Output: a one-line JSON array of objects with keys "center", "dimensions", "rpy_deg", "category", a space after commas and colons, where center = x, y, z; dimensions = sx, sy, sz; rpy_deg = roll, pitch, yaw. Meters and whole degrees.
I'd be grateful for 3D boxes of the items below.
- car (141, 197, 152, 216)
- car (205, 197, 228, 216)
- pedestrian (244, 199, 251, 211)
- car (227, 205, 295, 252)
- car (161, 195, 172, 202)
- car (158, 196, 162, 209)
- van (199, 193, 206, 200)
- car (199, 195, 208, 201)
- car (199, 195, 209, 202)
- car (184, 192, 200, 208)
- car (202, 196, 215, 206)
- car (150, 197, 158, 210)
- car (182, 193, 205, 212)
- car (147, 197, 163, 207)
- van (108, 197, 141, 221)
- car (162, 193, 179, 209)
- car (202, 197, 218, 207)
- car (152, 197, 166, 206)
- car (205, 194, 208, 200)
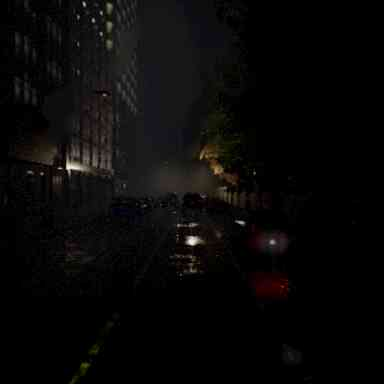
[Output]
[{"center": [-5.322, 1.471, 31.435], "dimensions": [2.008, 1.369, 4.403], "rpy_deg": [0, 0, 0], "category": "car"}, {"center": [2.558, 1.465, 31.432], "dimensions": [1.887, 1.381, 4.507], "rpy_deg": [0, 0, 0], "category": "car"}, {"center": [2.746, 1.253, 16.620], "dimensions": [0.375, 1.860, 0.375], "rpy_deg": [0, 0, 0], "category": "pedestrian"}, {"center": [2.747, 1.472, 13.673], "dimensions": [1.837, 1.490, 4.892], "rpy_deg": [0, 0, 0], "category": "car"}, {"center": [-5.332, 1.353, 70.249], "dimensions": [1.887, 1.381, 4.507], "rpy_deg": [0, 0, 0], "category": "car"}, {"center": [-5.325, 1.330, 42.524], "dimensions": [1.967, 1.590, 4.097], "rpy_deg": [0, 0, 0], "category": "car"}, {"center": [2.546, 1.115, 81.338], "dimensions": [1.690, 1.788, 3.998], "rpy_deg": [0, 0, 0], "category": "van"}, {"center": [2.547, 1.336, 75.794], "dimensions": [1.887, 1.381, 4.507], "rpy_deg": [0, 0, 0], "category": "car"}, {"center": [2.549, 1.359, 70.248], "dimensions": [2.008, 1.369, 4.403], "rpy_deg": [0, 0, 0], "category": "car"}, {"center": [-0.011, 1.097, 47.863], "dimensions": [2.150, 2.045, 5.566], "rpy_deg": [0, 0, 0], "category": "car"}, {"center": [2.553, 1.403, 53.612], "dimensions": [1.887, 1.381, 4.507], "rpy_deg": [0, 0, 0], "category": "car"}, {"center": [-5.323, 1.345, 36.979], "dimensions": [1.967, 1.590, 4.097], "rpy_deg": [0, 0, 0], "category": "car"}, {"center": [0.056, 1.128, 36.777], "dimensions": [2.150, 2.045, 5.566], "rpy_deg": [0, 0, 0], "category": "car"}, {"center": [-5.326, 1.400, 47.899], "dimensions": [1.752, 1.417, 4.829], "rpy_deg": [0, 0, 0], "category": "car"}, {"center": [-5.320, 1.276, 25.889], "dimensions": [1.690, 1.788, 3.998], "rpy_deg": [0, 0, 0], "category": "van"}, {"center": [-2.848, 1.109, 43.497], "dimensions": [2.150, 2.045, 5.566], "rpy_deg": [0, 0, 0], "category": "car"}, {"center": [2.554, 1.440, 48.067], "dimensions": [1.947, 1.339, 4.313], "rpy_deg": [0, 0, 0], "category": "car"}, {"center": [-5.328, 1.440, 53.614], "dimensions": [1.802, 1.307, 4.206], "rpy_deg": [0, 0, 0], "category": "car"}, {"center": [2.557, 1.345, 36.976], "dimensions": [1.967, 1.590, 4.097], "rpy_deg": [0, 0, 0], "category": "car"}]
